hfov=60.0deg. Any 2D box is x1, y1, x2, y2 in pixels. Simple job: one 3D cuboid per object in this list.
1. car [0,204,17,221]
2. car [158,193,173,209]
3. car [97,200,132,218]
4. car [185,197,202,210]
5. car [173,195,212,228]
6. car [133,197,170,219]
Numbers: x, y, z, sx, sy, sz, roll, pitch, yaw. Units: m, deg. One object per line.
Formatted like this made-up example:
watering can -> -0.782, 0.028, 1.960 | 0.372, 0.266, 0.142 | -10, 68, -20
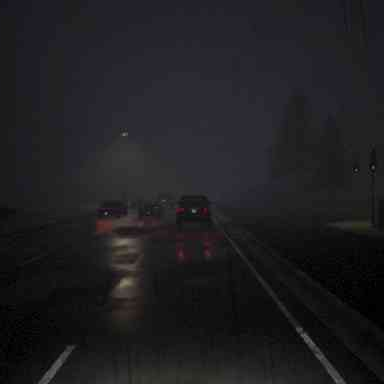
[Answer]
car -> -14.979, 1.576, 24.386 | 1.895, 1.301, 4.718 | 0, 0, 0
car -> -3.403, 1.185, 43.986 | 2.150, 2.045, 5.566 | 0, 0, 0
car -> -6.907, 1.480, 29.284 | 1.837, 1.490, 4.892 | 0, 0, 0
car -> 0.137, 1.455, 44.113 | 2.128, 1.511, 4.902 | 0, 0, 0
car -> 0.130, 1.203, 22.218 | 2.150, 2.045, 5.566 | 0, 0, 0
car -> -3.412, 1.466, 28.809 | 2.128, 1.511, 4.902 | 0, 0, 1
